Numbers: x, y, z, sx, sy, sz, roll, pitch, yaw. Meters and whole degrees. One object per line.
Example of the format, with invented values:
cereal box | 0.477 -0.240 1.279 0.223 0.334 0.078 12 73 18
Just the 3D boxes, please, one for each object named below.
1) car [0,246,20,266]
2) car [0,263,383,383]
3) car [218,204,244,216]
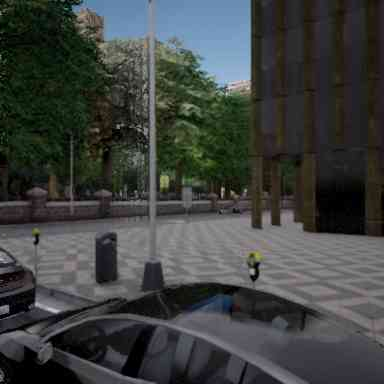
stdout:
car | -4.688 1.579 6.307 4.403 1.369 2.008 0 0 35
car | -0.199 1.573 3.107 4.313 1.339 1.947 0 0 35
car | 5.445 2.454 46.213 2.128 1.511 4.902 0 -2 35
